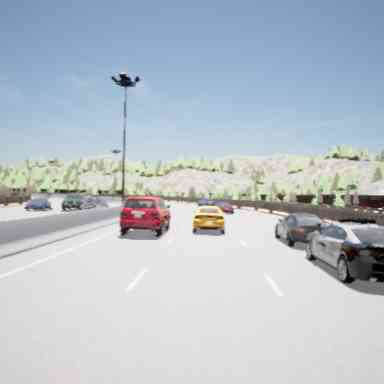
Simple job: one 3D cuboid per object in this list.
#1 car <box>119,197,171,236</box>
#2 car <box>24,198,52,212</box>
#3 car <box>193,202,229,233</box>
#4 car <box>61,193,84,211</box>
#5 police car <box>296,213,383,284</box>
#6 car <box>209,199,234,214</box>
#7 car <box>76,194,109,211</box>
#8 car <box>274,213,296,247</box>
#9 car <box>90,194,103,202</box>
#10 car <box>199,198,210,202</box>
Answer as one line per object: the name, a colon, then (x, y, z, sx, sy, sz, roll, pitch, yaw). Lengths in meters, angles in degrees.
car: (-2.527, 1.289, 18.982, 2.150, 2.045, 5.566, 1, 0, 3)
car: (-17.035, 1.376, 37.151, 1.812, 1.442, 4.674, 1, 0, -7)
car: (1.066, 1.644, 21.134, 1.882, 1.535, 5.008, 1, 0, 3)
car: (-13.733, 1.163, 39.261, 2.150, 2.045, 5.566, 1, 0, -8)
police car: (4.981, 1.611, 10.280, 1.930, 1.638, 5.238, 1, 0, 3)
car: (3.810, 1.925, 40.873, 1.994, 1.385, 4.181, 1, 0, -7)
car: (-9.736, 1.348, 33.413, 2.097, 1.767, 4.553, 1, 0, -4)
car: (5.287, 1.758, 16.161, 1.812, 1.442, 4.674, 1, 0, 3)
car: (-21.023, 1.273, 73.151, 1.837, 1.490, 4.892, 2, 0, -28)
car: (2.197, 1.743, 50.986, 2.097, 1.767, 4.553, 1, 0, -13)
